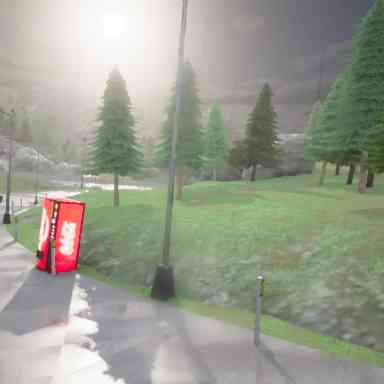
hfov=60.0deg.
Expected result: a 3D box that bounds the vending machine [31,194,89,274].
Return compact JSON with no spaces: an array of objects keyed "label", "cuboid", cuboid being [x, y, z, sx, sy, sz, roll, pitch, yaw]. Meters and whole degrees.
[{"label":"vending machine","cuboid":[-3.861,1.202,9.760,1.100,2.100,0.880,7,1,-43]}]

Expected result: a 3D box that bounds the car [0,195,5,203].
[{"label":"car","cuboid":[-22.162,0.646,36.299,1.895,1.301,4.718,4,1,-13]}]
